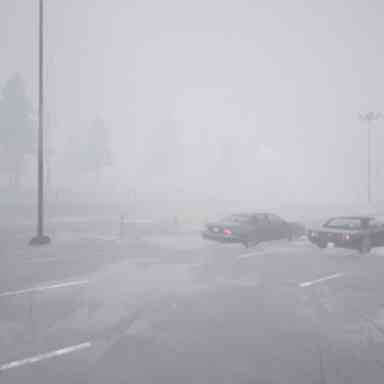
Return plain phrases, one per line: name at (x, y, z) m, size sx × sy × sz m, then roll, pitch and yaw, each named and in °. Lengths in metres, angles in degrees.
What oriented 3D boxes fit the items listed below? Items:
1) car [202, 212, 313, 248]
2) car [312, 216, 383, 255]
car at (2.933, 1.594, 15.012) m, size 5.357 × 1.411 × 2.033 m, roll 0°, pitch 0°, yaw -39°
car at (6.849, 1.652, 13.674) m, size 4.718 × 1.301 × 1.895 m, roll 0°, pitch 0°, yaw -39°
